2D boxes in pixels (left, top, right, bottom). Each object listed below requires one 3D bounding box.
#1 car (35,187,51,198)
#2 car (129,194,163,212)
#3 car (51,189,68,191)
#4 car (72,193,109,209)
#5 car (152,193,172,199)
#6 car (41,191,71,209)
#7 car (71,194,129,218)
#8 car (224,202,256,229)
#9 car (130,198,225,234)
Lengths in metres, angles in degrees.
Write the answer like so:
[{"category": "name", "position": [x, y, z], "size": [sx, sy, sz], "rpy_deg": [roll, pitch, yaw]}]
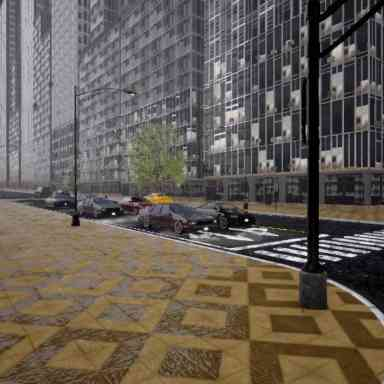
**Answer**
[{"category": "car", "position": [-28.475, -0.026, 63.764], "size": [2.150, 2.045, 5.566], "rpy_deg": [0, 1, -38]}, {"category": "car", "position": [-4.610, 1.082, 27.592], "size": [1.812, 1.442, 4.674], "rpy_deg": [0, 1, -38]}, {"category": "car", "position": [-25.349, 0.271, 65.040], "size": [1.837, 1.490, 4.892], "rpy_deg": [0, 1, -38]}, {"category": "car", "position": [-11.025, 0.913, 35.804], "size": [2.033, 1.411, 5.357], "rpy_deg": [0, 1, -38]}, {"category": "car", "position": [-4.212, 0.881, 37.949], "size": [1.882, 1.535, 5.008], "rpy_deg": [0, 1, -38]}, {"category": "car", "position": [-13.397, 0.939, 33.562], "size": [1.994, 1.385, 4.181], "rpy_deg": [0, 1, -38]}, {"category": "car", "position": [-7.188, 1.107, 25.614], "size": [2.033, 1.411, 5.357], "rpy_deg": [0, 1, -38]}, {"category": "car", "position": [1.721, 1.309, 19.523], "size": [1.994, 1.385, 4.181], "rpy_deg": [0, 1, -38]}, {"category": "car", "position": [-0.970, 1.292, 17.687], "size": [2.033, 1.411, 5.357], "rpy_deg": [0, 1, -38]}]
